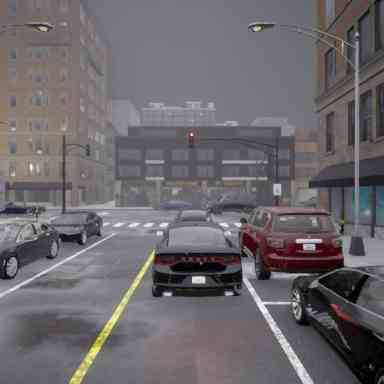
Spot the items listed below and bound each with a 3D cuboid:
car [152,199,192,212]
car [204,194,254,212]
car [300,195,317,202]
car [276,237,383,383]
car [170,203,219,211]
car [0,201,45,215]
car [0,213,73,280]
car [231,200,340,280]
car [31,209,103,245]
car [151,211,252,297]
[{"bbox_3d":[-2.142,1.521,37.764,4.674,1.442,1.812,0,0,0],"label":"car"},{"bbox_3d":[3.700,1.245,33.009,5.566,2.045,2.150,0,0,-21],"label":"car"},{"bbox_3d":[14.597,1.300,37.854,5.566,2.045,2.150,0,0,0],"label":"car"},{"bbox_3d":[2.631,1.566,4.178,1.947,1.339,4.313,0,0,0],"label":"car"},{"bbox_3d":[0.062,1.504,16.162,1.837,1.490,4.892,0,0,0],"label":"car"},{"bbox_3d":[-16.201,1.529,30.979,4.718,1.301,1.895,0,0,0],"label":"car"},{"bbox_3d":[-5.400,1.550,9.831,2.008,1.369,4.403,0,0,0],"label":"car"},{"bbox_3d":[2.625,1.314,9.840,2.192,1.841,5.009,0,0,0],"label":"car"},{"bbox_3d":[-5.406,1.565,15.493,1.947,1.339,4.313,0,0,0],"label":"car"},{"bbox_3d":[0.064,1.477,8.638,1.882,1.535,5.008,0,0,-1],"label":"car"}]
